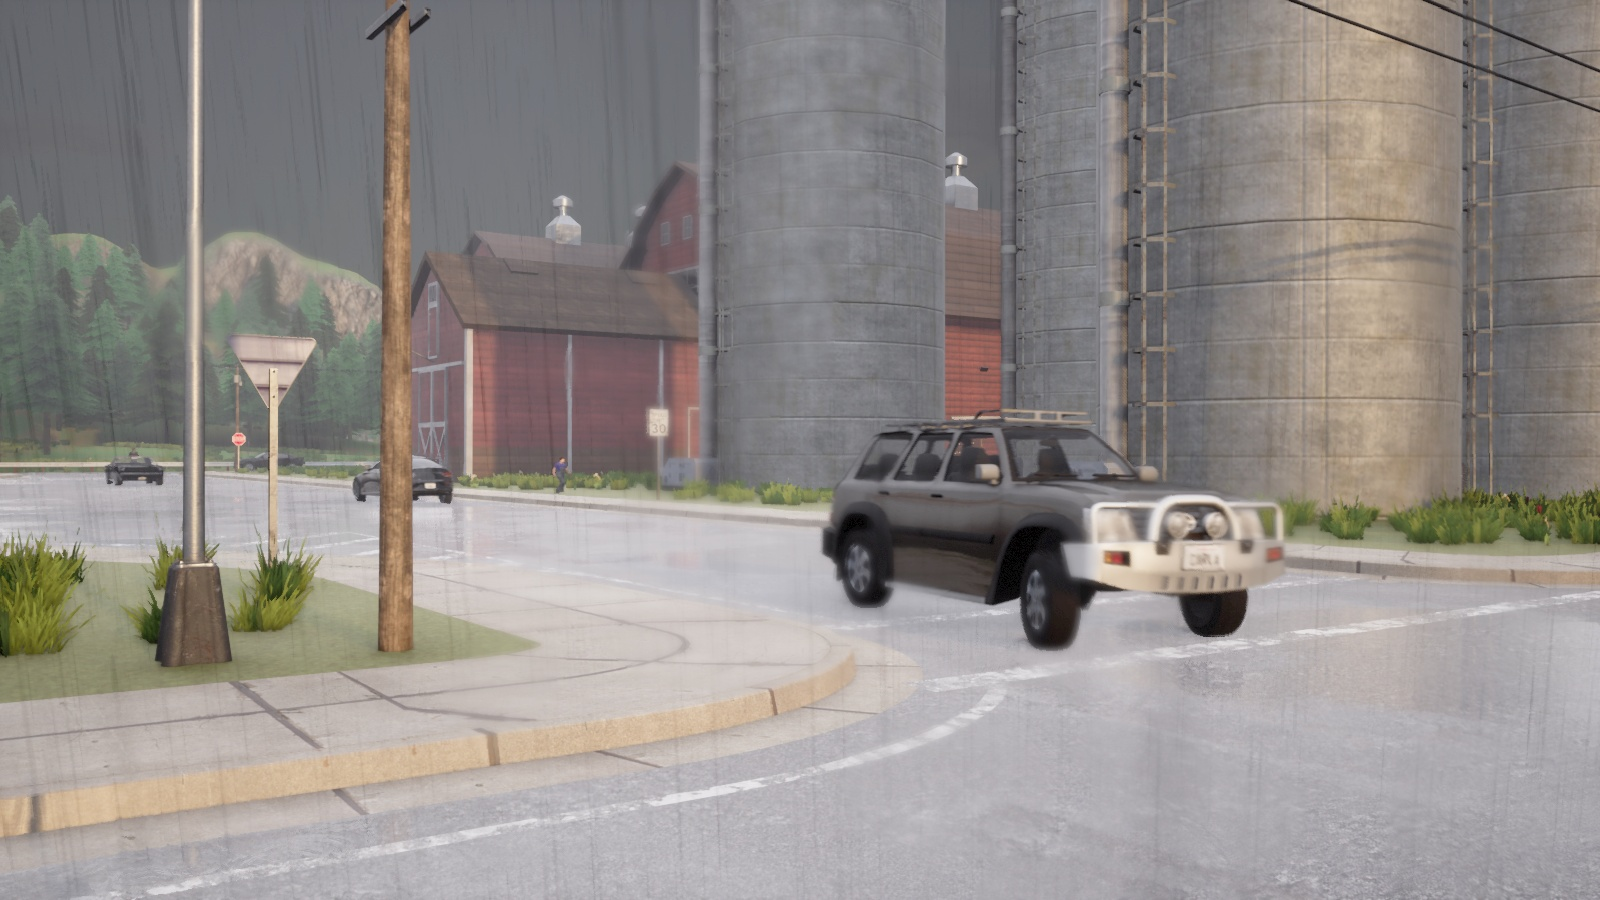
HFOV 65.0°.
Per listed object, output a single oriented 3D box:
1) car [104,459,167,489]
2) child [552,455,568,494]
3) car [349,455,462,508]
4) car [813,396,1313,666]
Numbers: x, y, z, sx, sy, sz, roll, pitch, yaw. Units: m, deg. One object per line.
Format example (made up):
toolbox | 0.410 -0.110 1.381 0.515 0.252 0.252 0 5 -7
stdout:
car | -29.809 1.046 56.262 1.895 1.301 4.718 0 0 -36
child | -7.774 0.792 40.653 0.437 1.263 0.270 0 0 35
car | -11.689 0.886 36.984 1.812 1.442 4.674 0 0 -36
car | 2.006 0.585 11.147 1.932 1.855 4.605 1 -1 -26
